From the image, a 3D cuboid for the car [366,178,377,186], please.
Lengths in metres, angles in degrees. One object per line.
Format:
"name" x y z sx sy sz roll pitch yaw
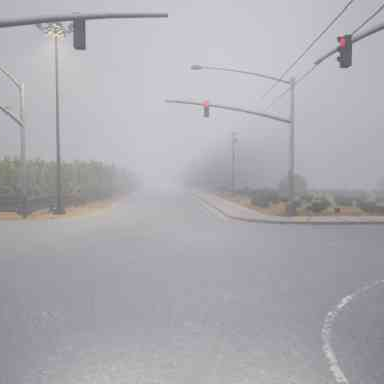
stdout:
"car" 42.114 -2.294 77.608 1.905 1.878 3.866 10 10 41
